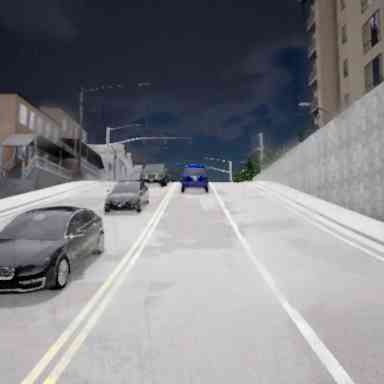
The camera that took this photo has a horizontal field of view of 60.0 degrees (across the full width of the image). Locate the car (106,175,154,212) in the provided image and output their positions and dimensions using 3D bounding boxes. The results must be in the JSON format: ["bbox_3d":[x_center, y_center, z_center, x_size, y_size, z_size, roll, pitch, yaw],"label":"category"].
[{"bbox_3d":[-3.514,0.129,18.579,1.837,1.490,4.892,0,7,0],"label":"car"}]

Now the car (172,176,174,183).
[{"bbox_3d":[-3.310,-1.677,43.722,2.033,1.411,5.357,0,-1,0],"label":"car"}]

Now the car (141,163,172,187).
[{"bbox_3d":[-3.392,-1.617,30.892,2.150,2.045,5.566,0,6,1],"label":"car"}]

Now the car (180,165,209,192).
[{"bbox_3d":[0.222,-1.170,27.007,2.150,2.045,5.566,0,7,0],"label":"car"}]

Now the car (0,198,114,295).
[{"bbox_3d":[-3.570,1.187,8.373,1.837,1.490,4.892,0,4,0],"label":"car"}]
